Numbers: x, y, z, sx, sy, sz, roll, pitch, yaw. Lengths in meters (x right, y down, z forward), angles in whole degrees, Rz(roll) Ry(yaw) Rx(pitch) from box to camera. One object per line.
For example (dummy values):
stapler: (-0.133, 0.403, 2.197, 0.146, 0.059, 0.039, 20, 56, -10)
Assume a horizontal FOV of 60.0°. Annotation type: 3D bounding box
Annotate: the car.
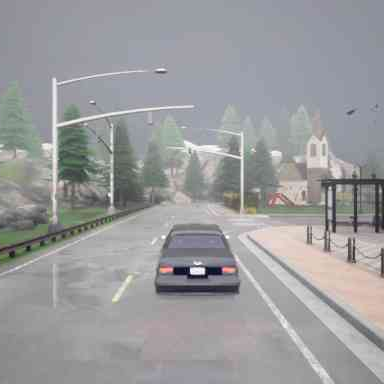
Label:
car: (0.103, 1.548, 8.836, 2.033, 1.411, 5.357, 0, 0, 0)
